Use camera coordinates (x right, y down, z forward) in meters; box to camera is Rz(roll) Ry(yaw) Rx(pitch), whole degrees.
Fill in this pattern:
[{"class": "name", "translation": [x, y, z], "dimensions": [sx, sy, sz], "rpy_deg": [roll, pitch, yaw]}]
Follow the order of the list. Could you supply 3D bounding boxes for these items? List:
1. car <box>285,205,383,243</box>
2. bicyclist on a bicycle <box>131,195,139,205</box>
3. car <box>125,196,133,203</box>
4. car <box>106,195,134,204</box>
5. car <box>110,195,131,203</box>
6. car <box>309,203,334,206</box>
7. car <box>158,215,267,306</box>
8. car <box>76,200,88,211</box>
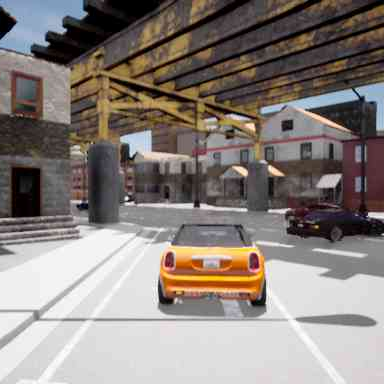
[{"class": "car", "translation": [7.014, 1.530, 16.008], "dimensions": [5.357, 1.411, 2.033], "rpy_deg": [0, 0, -30]}, {"class": "bicyclist on a bicycle", "translation": [-8.664, 1.249, 50.642], "dimensions": [1.656, 1.620, 0.582], "rpy_deg": [0, 0, -45]}, {"class": "car", "translation": [-13.464, 1.228, 62.410], "dimensions": [4.536, 1.218, 1.853], "rpy_deg": [0, 0, -15]}, {"class": "car", "translation": [-13.514, 1.385, 62.396], "dimensions": [4.974, 1.542, 2.038], "rpy_deg": [0, 0, -15]}, {"class": "car", "translation": [-14.202, 1.381, 66.064], "dimensions": [2.038, 1.542, 4.974], "rpy_deg": [0, 0, 15]}, {"class": "car", "translation": [8.681, 1.501, 22.859], "dimensions": [1.812, 1.442, 4.674], "rpy_deg": [0, 0, -45]}, {"class": "car", "translation": [0.514, 1.343, 8.232], "dimensions": [2.097, 1.767, 4.553], "rpy_deg": [0, 0, 4]}, {"class": "car", "translation": [-11.190, 1.560, 37.618], "dimensions": [1.895, 1.301, 4.718], "rpy_deg": [0, 0, -45]}]
